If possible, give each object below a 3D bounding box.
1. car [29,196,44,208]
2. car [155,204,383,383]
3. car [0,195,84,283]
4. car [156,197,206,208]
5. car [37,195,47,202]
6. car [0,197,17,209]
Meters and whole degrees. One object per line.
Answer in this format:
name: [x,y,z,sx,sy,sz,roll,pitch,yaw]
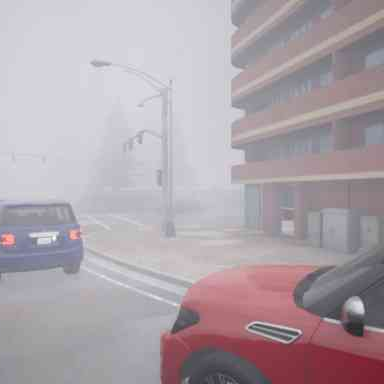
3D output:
car: [-22.795,1.465,48.930,1.882,1.535,5.008,0,0,-23]
car: [2.322,1.221,2.472,5.566,2.045,2.150,0,0,36]
car: [-4.964,1.219,9.841,2.150,2.045,5.566,0,0,-36]
car: [-1.366,1.402,33.233,4.553,1.767,2.097,0,0,-22]
car: [-36.300,1.520,80.649,2.033,1.411,5.357,0,0,-23]
car: [-25.077,1.492,45.338,1.837,1.490,4.892,0,0,-23]
